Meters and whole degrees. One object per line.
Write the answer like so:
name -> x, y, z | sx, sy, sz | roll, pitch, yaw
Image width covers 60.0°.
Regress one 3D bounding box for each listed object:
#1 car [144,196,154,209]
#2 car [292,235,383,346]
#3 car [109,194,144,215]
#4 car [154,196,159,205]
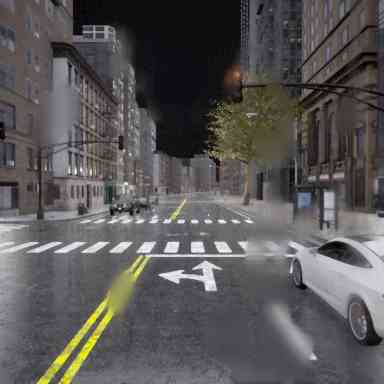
car -> -6.639, 1.435, 43.849 | 1.882, 1.535, 5.008 | 0, 0, 0
car -> 3.344, 1.524, 6.212 | 1.812, 1.442, 4.674 | 0, 0, 0
car -> -6.601, 1.197, 33.322 | 2.150, 2.045, 5.566 | 0, 0, 1
car -> -6.636, 1.415, 55.129 | 2.128, 1.511, 4.902 | 0, 0, 0
